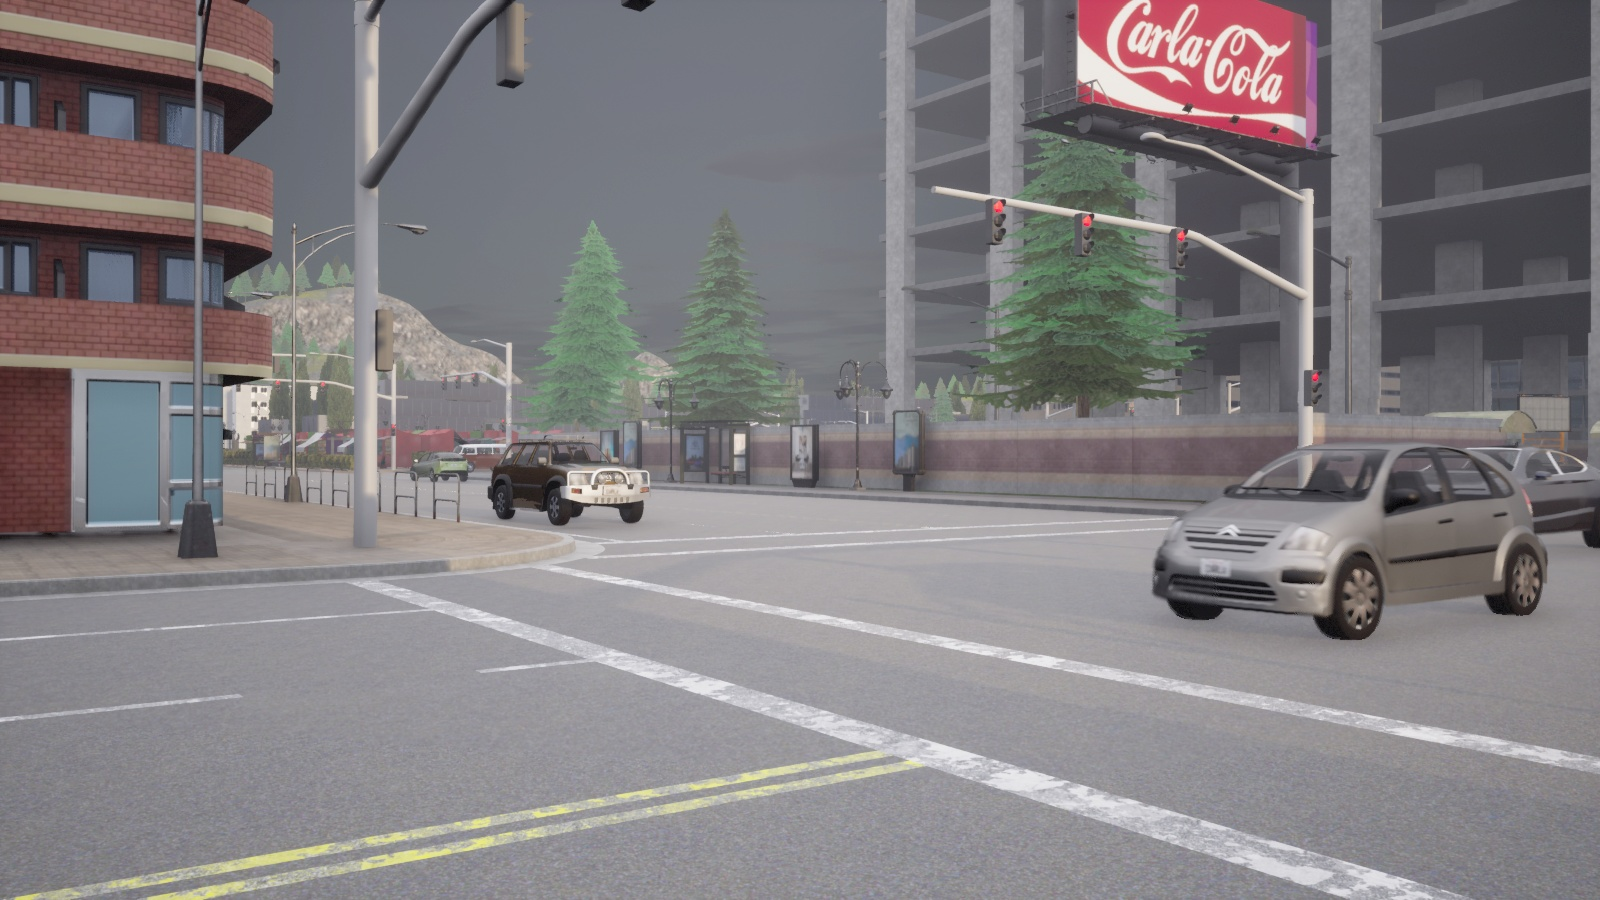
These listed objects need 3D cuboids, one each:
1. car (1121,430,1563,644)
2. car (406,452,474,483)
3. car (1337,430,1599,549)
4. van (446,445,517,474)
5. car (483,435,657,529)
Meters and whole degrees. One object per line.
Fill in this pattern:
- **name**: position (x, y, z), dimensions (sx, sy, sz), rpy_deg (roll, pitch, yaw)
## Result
- **car**: position (4.985, 0.660, 11.395), dimensions (3.988, 1.617, 1.851), rpy_deg (0, 0, -35)
- **car**: position (-18.486, 0.888, 64.403), dimensions (2.007, 1.525, 4.514), rpy_deg (0, 0, -35)
- **car**: position (10.895, 0.549, 19.777), dimensions (5.027, 1.651, 2.152), rpy_deg (0, 0, -35)
- **van**: position (-22.778, 0.681, 89.898), dimensions (4.480, 2.038, 2.069), rpy_deg (0, 0, -35)
- **car**: position (-5.046, 0.638, 27.088), dimensions (1.932, 1.855, 4.605), rpy_deg (0, 0, -35)
